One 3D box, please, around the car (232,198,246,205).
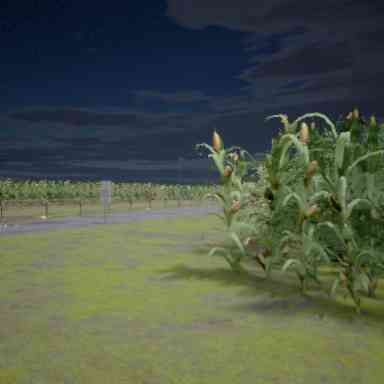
[{"bbox_3d":[6.868,1.461,51.116,1.812,1.442,4.674,1,0,31],"label":"car"}]
